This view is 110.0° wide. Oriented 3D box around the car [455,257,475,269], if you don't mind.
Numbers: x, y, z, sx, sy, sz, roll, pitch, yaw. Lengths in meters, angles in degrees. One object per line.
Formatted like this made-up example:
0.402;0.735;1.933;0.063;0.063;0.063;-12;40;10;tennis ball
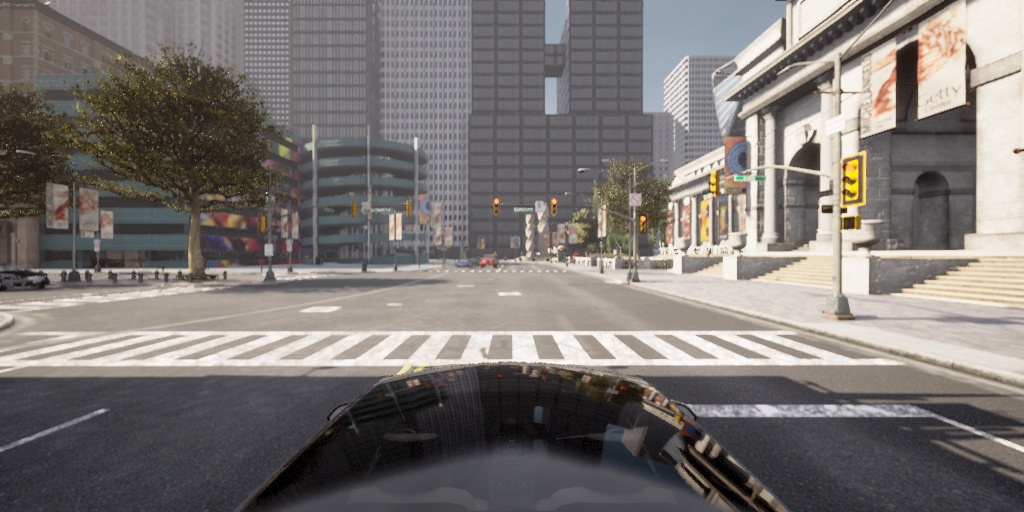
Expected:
-6.980;1.080;52.461;1.812;1.442;4.674;0;0;0;car

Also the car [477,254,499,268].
-3.475;0.770;54.014;2.150;2.045;5.566;0;0;1;car

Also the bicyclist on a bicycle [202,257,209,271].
-34.155;0.904;39.627;0.582;1.620;1.656;0;1;0;bicyclist on a bicycle

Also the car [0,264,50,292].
-29.160;1.170;20.160;4.902;1.511;2.128;0;0;0;car
